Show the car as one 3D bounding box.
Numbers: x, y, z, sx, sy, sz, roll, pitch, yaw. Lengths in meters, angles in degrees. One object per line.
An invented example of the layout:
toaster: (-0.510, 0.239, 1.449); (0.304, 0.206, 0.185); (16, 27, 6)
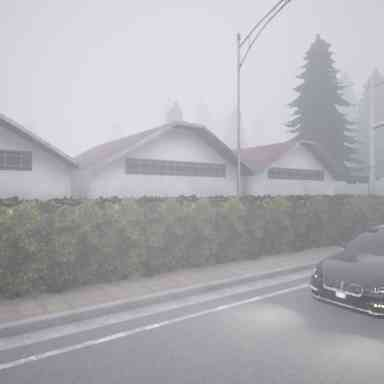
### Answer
car: (4.580, 1.498, 7.217); (4.892, 1.490, 1.837); (-2, 1, -35)
